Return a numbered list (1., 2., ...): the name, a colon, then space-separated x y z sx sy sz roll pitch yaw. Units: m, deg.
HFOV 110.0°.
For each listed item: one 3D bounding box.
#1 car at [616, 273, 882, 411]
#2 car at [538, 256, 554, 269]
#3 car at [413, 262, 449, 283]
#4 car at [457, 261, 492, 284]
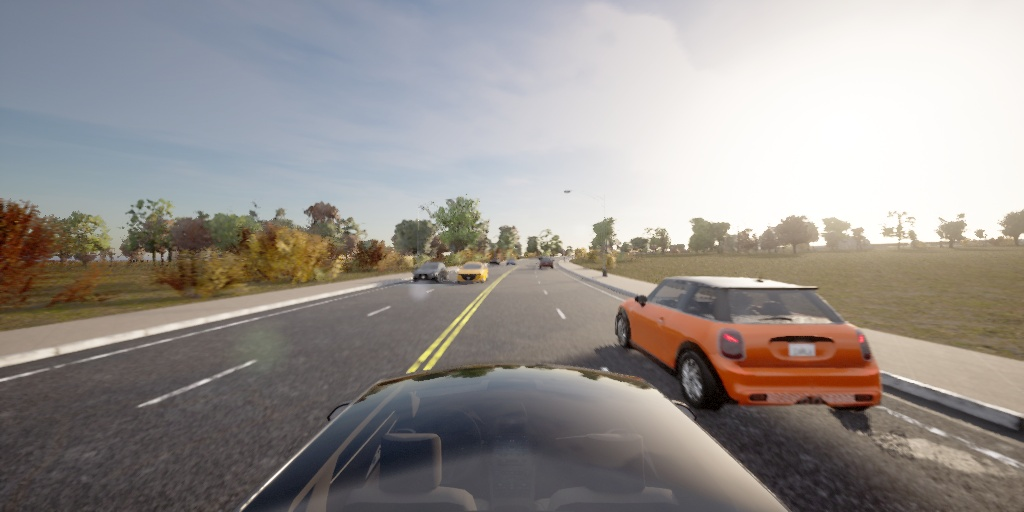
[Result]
1. car: 3.380 1.110 6.292 2.097 1.767 4.553 0 0 0
2. car: 5.187 1.055 54.255 2.097 1.767 4.553 0 0 4
3. car: -6.114 1.236 27.462 1.837 1.490 4.892 0 0 2
4. car: -2.878 1.215 27.028 1.882 1.535 5.008 0 0 2
